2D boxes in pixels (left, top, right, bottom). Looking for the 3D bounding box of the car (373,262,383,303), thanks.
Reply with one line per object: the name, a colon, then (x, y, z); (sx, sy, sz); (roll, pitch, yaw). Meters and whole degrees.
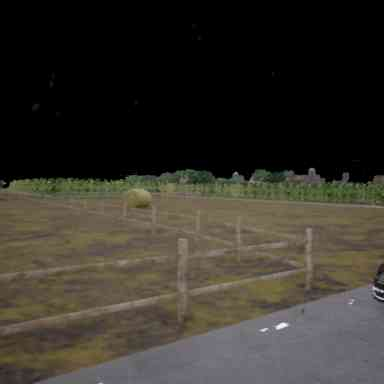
car: (5.834, 1.622, 7.232); (4.892, 1.490, 1.837); (1, -1, -35)
